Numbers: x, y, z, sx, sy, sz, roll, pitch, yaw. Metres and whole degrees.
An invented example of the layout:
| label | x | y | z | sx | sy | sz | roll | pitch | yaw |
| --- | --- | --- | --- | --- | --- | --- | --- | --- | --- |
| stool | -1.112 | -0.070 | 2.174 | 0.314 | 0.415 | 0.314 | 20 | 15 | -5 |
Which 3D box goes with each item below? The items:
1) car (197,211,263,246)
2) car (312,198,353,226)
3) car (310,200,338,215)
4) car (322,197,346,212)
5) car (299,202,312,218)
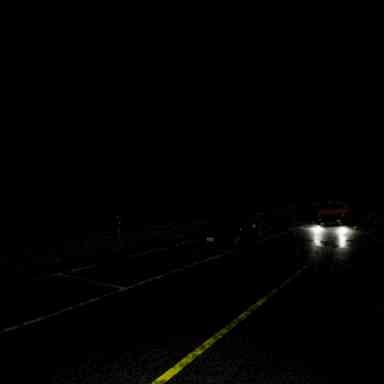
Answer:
| label | x | y | z | sx | sy | sz | roll | pitch | yaw |
| --- | --- | --- | --- | --- | --- | --- | --- | --- | --- |
| car | 1.897 | 1.566 | 15.411 | 1.947 | 1.339 | 4.313 | 0 | 0 | 32 |
| car | 10.386 | 1.478 | 24.111 | 1.882 | 1.535 | 5.008 | 0 | 0 | 32 |
| car | 13.638 | 1.567 | 34.135 | 1.947 | 1.339 | 4.313 | 0 | 0 | 32 |
| car | 16.573 | 1.441 | 38.816 | 1.967 | 1.590 | 4.097 | 0 | 0 | 32 |
| car | 10.702 | 1.582 | 29.454 | 1.802 | 1.307 | 4.206 | 0 | 0 | 32 |
